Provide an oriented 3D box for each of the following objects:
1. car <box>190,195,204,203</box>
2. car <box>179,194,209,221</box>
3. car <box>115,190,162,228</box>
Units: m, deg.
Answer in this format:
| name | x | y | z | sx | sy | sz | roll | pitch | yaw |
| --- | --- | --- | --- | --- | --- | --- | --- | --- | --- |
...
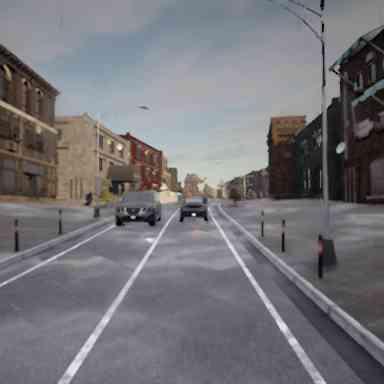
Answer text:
| name | x | y | z | sx | sy | sz | roll | pitch | yaw |
| --- | --- | --- | --- | --- | --- | --- | --- | --- | --- |
| car | 1.027 | 1.398 | 63.921 | 1.812 | 1.442 | 4.674 | -1 | -1 | 11 |
| car | 0.132 | 1.136 | 23.355 | 1.837 | 1.490 | 4.892 | 0 | 1 | 0 |
| car | -3.076 | 0.914 | 20.158 | 2.150 | 2.045 | 5.566 | 0 | 1 | 0 |
